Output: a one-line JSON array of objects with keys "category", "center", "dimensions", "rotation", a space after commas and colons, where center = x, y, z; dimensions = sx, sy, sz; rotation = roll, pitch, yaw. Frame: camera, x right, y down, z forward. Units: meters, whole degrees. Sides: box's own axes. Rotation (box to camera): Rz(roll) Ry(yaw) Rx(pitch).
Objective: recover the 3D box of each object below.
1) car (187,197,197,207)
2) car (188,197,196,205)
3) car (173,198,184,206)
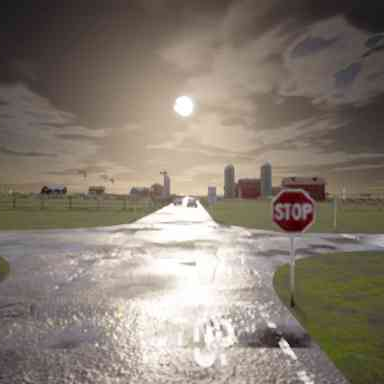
[{"category": "car", "center": [-0.002, 2.002, 62.268], "dimensions": [2.033, 1.411, 5.357], "rotation": [0, 0, 0]}, {"category": "car", "center": [-0.004, 1.890, 72.691], "dimensions": [1.882, 1.535, 5.008], "rotation": [0, 0, 0]}, {"category": "car", "center": [-2.755, 2.032, 67.686], "dimensions": [1.837, 1.490, 4.892], "rotation": [0, 0, 0]}]
